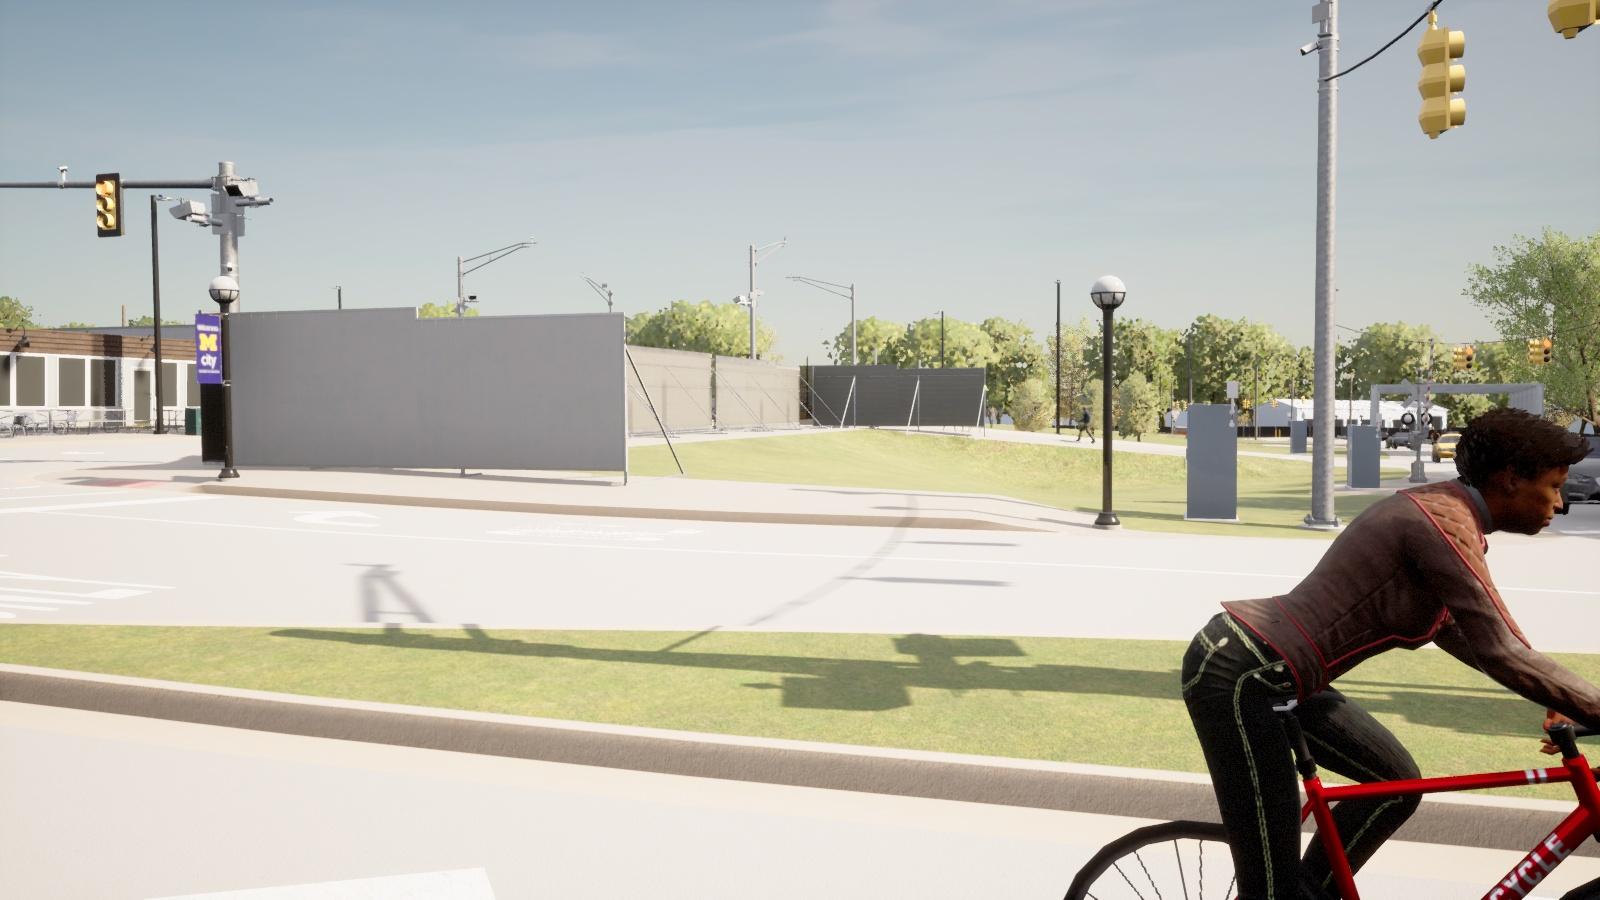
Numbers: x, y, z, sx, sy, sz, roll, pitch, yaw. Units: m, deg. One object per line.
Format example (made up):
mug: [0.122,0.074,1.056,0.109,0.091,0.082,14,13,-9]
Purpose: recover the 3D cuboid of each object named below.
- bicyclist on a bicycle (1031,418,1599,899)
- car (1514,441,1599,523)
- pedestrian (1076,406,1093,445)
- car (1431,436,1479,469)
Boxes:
bicyclist on a bicycle: [1.377,0.746,2.727,1.656,1.620,0.582,1,1,18]
car: [16.013,0.577,25.363,2.128,1.511,4.902,0,1,22]
pedestrian: [13.542,-1.148,59.728,0.726,1.842,0.402,1,3,16]
car: [33.031,0.081,63.452,1.801,1.575,5.366,1,1,24]
